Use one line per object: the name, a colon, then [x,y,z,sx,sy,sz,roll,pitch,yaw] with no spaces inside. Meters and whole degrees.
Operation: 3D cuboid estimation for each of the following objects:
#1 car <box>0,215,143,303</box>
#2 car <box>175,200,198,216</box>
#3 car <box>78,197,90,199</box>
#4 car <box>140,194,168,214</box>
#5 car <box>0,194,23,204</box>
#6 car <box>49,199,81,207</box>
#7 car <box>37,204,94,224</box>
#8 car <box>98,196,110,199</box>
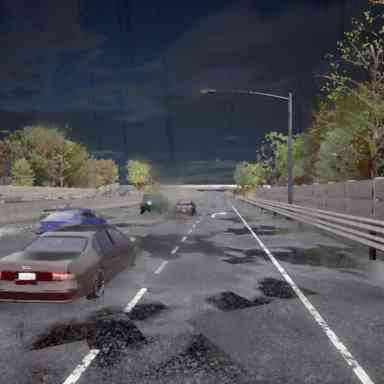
car: [-2.699,1.546,8.408,2.033,1.411,5.357,0,0,5]
car: [-0.530,1.493,32.807,2.128,1.511,4.902,0,0,5]
car: [-19.395,1.590,59.615,1.994,1.385,4.181,0,0,5]
car: [-3.860,1.221,34.799,2.150,2.045,5.566,0,0,4]
car: [-24.352,1.358,43.770,2.097,1.767,4.553,0,0,5]
car: [-8.458,1.492,22.685,2.128,1.511,4.902,0,0,5]
car: [-5.561,1.525,15.748,1.812,1.442,4.674,0,0,5]
car: [-15.897,1.531,59.507,1.837,1.490,4.892,0,0,5]
